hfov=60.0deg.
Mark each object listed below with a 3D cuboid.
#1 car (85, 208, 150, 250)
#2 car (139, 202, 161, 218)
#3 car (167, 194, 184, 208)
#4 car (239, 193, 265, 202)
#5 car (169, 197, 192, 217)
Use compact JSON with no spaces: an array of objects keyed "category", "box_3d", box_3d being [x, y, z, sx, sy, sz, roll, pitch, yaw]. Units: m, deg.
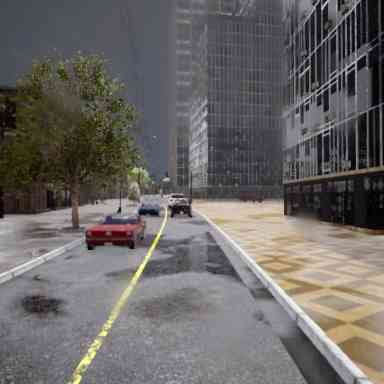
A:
[{"category":"car","box_3d":[-3.117,1.603,14.365,1.895,1.301,4.718,0,0,-2]},{"category":"car","box_3d":[-3.857,1.603,30.252,1.895,1.301,4.718,0,0,-4]},{"category":"car","box_3d":[-2.081,1.227,44.955,2.150,2.045,5.566,0,0,-6]},{"category":"car","box_3d":[11.933,1.207,66.543,5.009,1.841,2.192,0,-1,13]},{"category":"car","box_3d":[-1.037,1.512,31.299,1.837,1.490,4.892,0,0,-3]}]
